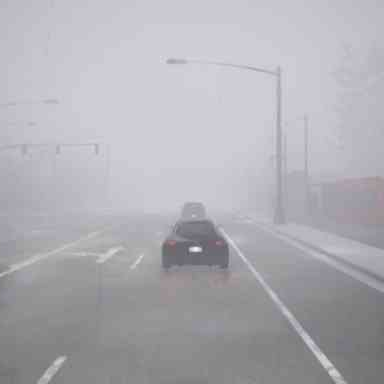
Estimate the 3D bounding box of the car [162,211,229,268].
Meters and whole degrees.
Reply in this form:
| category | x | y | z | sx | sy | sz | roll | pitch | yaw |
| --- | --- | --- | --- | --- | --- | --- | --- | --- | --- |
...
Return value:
| category | x | y | z | sx | sy | sz | roll | pitch | yaw |
| --- | --- | --- | --- | --- | --- | --- | --- | --- | --- |
| car | 0.099 | 1.556 | 11.212 | 1.994 | 1.385 | 4.181 | 0 | 0 | 0 |

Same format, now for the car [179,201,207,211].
| category | x | y | z | sx | sy | sz | roll | pitch | yaw |
| --- | --- | --- | --- | --- | --- | --- | --- | --- | --- |
| car | 0.100 | 1.510 | 25.673 | 1.837 | 1.490 | 4.892 | 0 | -2 | 0 |
